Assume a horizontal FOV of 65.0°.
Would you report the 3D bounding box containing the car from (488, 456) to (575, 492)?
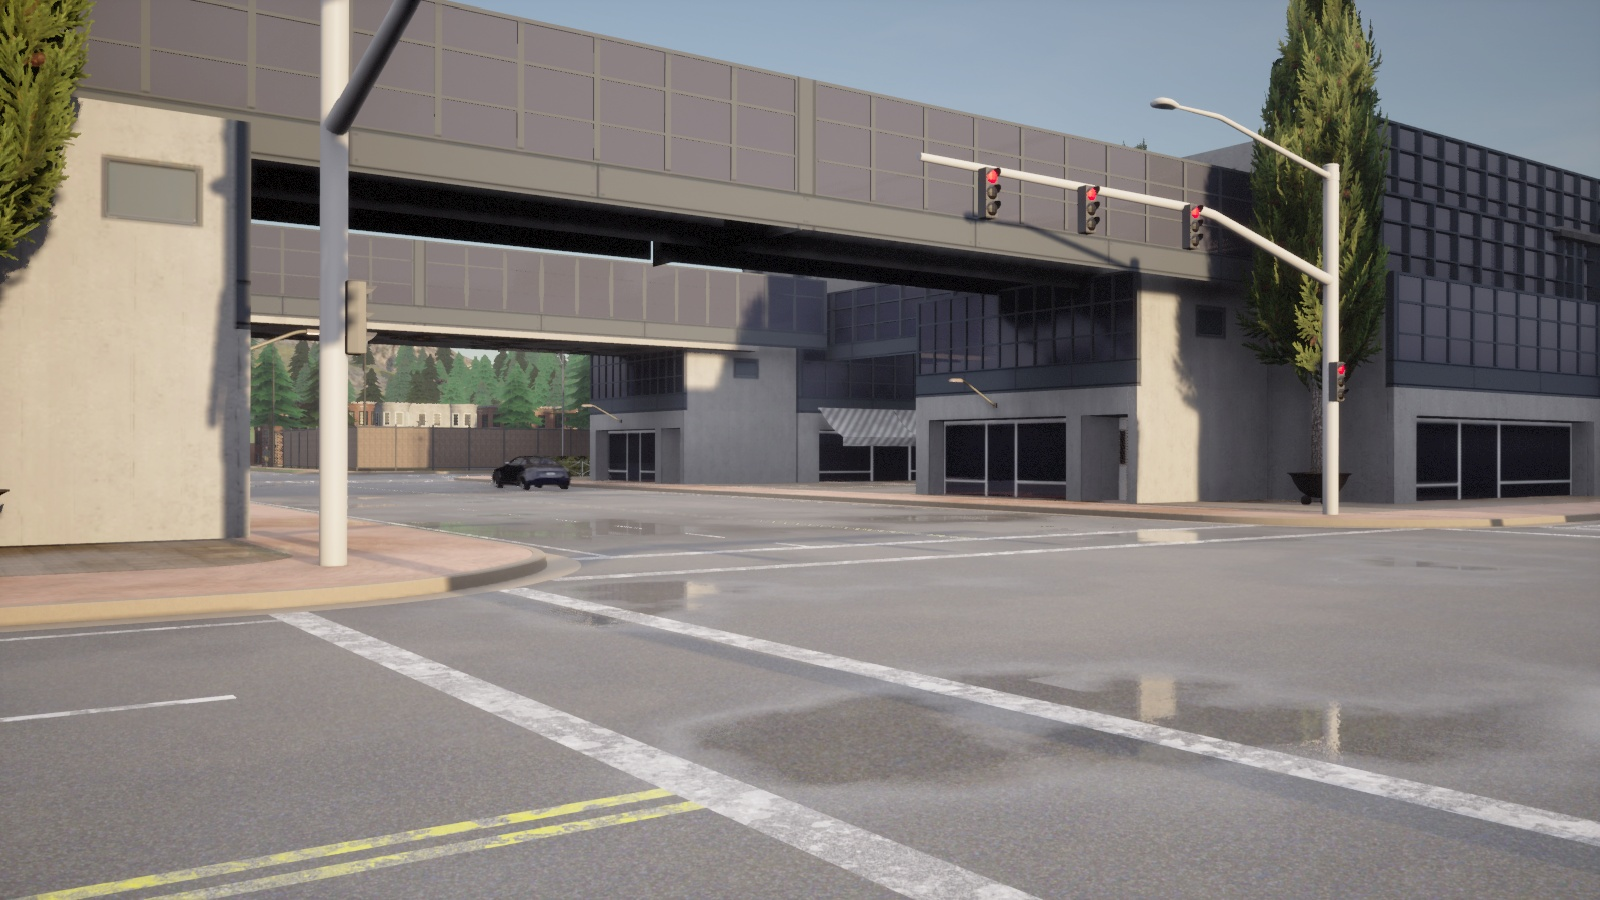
[{"bbox_3d":[-11.007,0.957,51.251,1.994,1.385,4.181,0,0,-35],"label":"car"}]
